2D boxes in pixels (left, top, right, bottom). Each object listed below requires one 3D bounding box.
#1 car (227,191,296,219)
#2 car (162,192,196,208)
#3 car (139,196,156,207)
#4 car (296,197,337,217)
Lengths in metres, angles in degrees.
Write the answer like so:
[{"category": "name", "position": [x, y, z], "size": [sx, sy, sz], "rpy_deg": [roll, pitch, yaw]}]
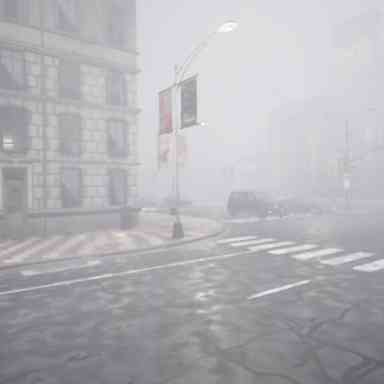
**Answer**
[{"category": "car", "position": [4.955, 0.923, 25.738], "size": [2.150, 2.045, 5.566], "rpy_deg": [-1, 0, -30]}, {"category": "car", "position": [-1.859, 1.118, 41.787], "size": [1.882, 1.535, 5.008], "rpy_deg": [-1, 1, -35]}, {"category": "car", "position": [-6.250, 1.260, 41.929], "size": [1.994, 1.385, 4.181], "rpy_deg": [-1, 1, -35]}, {"category": "car", "position": [9.074, 1.131, 26.720], "size": [2.128, 1.511, 4.902], "rpy_deg": [-1, 1, -38]}]
